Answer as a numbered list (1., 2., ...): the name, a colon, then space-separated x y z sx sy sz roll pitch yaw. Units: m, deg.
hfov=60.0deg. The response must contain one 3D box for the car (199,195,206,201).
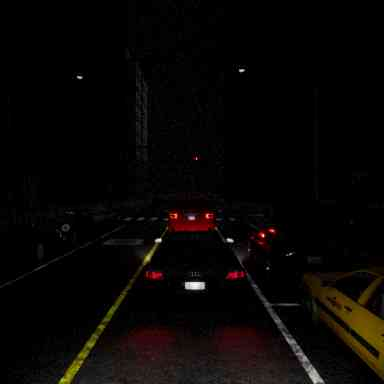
1. car: 2.706 1.557 85.222 1.752 1.417 4.829 0 0 0

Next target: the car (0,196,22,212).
1. car: -17.940 1.171 31.902 4.902 1.511 2.128 1 0 0

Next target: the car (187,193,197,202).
1. car: -0.052 1.252 78.353 2.150 2.045 5.566 0 0 0

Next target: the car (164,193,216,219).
1. car: -0.008 1.223 17.091 2.150 2.045 5.566 0 0 0

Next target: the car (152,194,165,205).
1. car: -5.802 1.329 57.858 2.192 1.841 5.009 0 0 0

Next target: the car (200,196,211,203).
1. car: 2.716 1.571 68.739 2.008 1.369 4.403 0 0 0

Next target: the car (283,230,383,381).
1. car: 2.758 1.525 4.257 1.752 1.417 4.829 0 0 0

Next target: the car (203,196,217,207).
1. car: 2.727 1.452 52.426 1.967 1.590 4.097 0 0 0

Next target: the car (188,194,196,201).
1. car: -0.059 1.389 88.968 2.097 1.767 4.553 0 0 0

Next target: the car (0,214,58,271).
1. car: -5.770 1.545 9.537 1.887 1.381 4.507 0 0 0

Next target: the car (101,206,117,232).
1. car: -5.777 1.527 20.281 1.752 1.417 4.829 0 0 0

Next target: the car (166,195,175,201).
1. car: -5.823 1.586 90.484 2.008 1.369 4.403 0 0 0

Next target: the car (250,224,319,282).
1. car: 2.755 1.566 9.544 1.947 1.339 4.313 0 0 0

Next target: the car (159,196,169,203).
1. car: -5.809 1.602 68.733 1.802 1.307 4.206 0 0 0

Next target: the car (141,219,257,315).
1. car: 0.054 1.564 7.670 1.994 1.385 4.181 0 0 0

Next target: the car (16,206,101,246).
1. car: -5.774 1.441 14.994 1.967 1.590 4.097 0 0 0

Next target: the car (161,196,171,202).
1. car: -5.812 1.549 74.001 1.752 1.417 4.829 0 0 0

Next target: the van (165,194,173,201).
1. van: -5.820 1.372 85.046 1.690 1.788 3.998 0 0 0

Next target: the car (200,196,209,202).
1. car: 2.713 1.568 74.177 1.887 1.381 4.507 0 0 0
